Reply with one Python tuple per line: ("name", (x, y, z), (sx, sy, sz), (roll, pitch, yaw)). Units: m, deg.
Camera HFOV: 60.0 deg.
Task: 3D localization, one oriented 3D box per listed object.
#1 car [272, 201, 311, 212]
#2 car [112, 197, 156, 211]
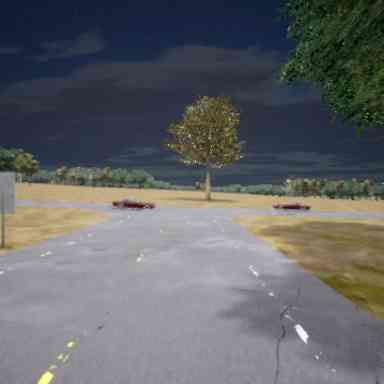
("car", (13.032, 1.889, 43.771), (4.718, 1.301, 1.895), (2, 0, 1))
("car", (-6.424, 1.324, 37.215), (4.718, 1.301, 1.895), (4, 1, 1))
